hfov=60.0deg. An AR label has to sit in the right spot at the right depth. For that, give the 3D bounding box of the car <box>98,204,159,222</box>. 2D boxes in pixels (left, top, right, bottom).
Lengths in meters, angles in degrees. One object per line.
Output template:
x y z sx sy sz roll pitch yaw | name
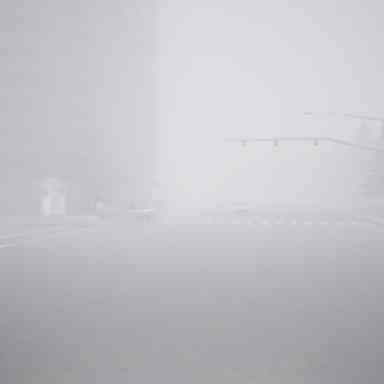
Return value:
-5.049 1.554 26.116 4.718 1.301 1.895 1 1 28 | car

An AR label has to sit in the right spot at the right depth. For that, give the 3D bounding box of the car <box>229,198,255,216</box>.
5.255 1.637 33.728 1.812 1.442 4.674 0 1 15 | car

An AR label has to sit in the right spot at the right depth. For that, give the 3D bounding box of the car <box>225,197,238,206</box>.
7.223 1.631 57.109 2.128 1.511 4.902 0 0 -13 | car
